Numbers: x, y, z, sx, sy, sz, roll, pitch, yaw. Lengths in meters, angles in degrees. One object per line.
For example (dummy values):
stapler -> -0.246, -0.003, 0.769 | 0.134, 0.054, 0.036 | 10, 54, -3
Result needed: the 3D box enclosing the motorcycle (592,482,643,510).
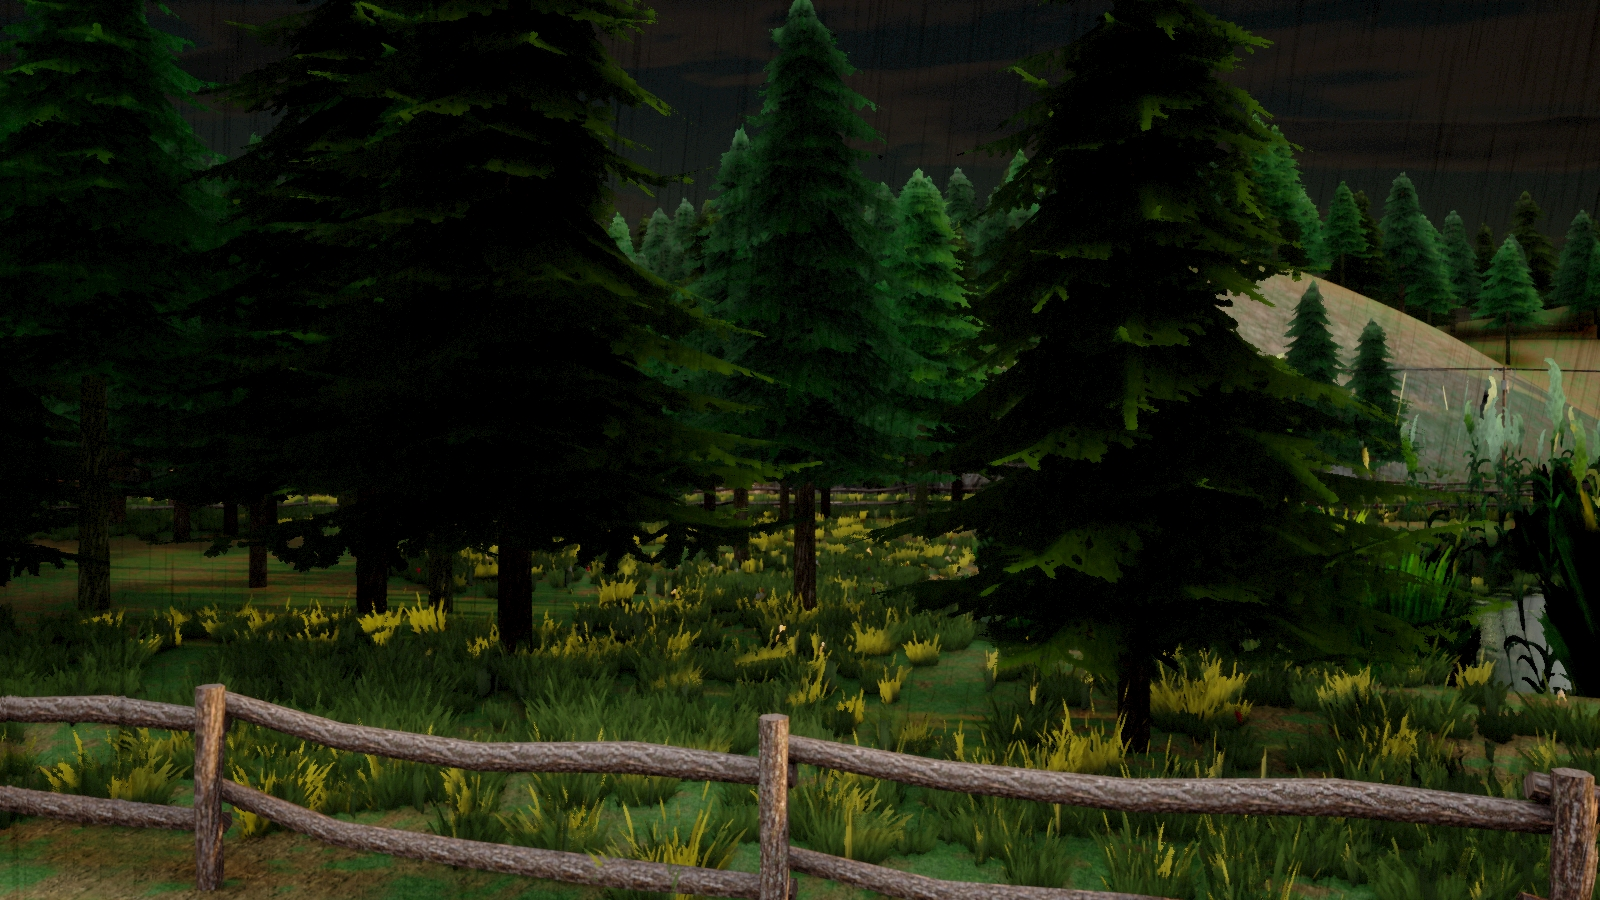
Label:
motorcycle -> -8.654, 2.178, 54.114 | 2.209, 1.251, 0.867 | 0, 0, 14
